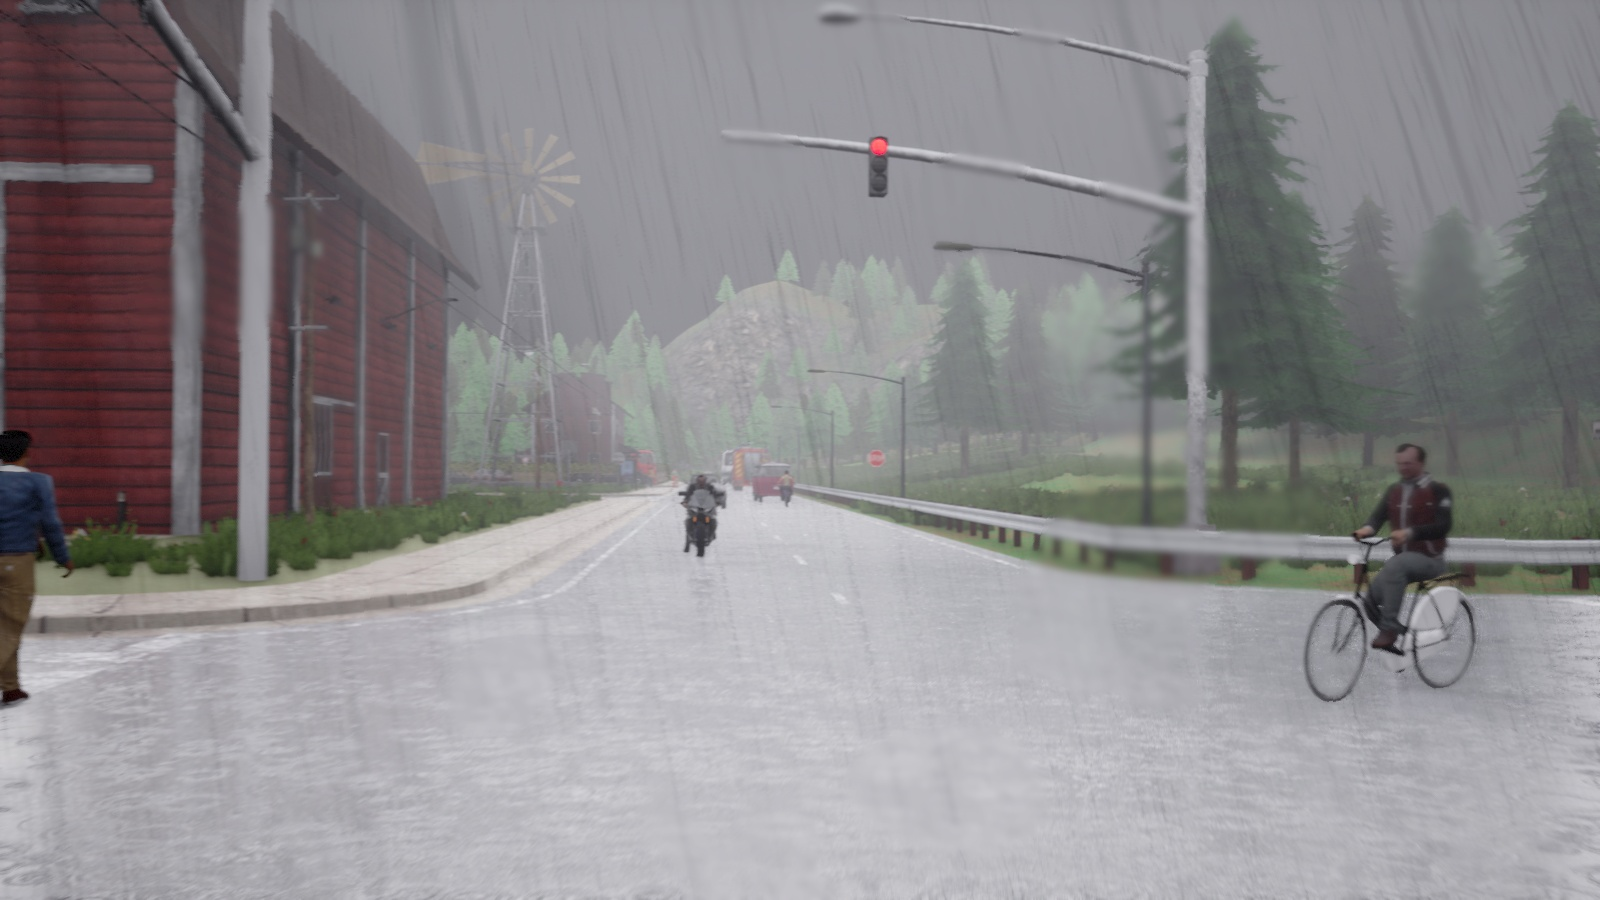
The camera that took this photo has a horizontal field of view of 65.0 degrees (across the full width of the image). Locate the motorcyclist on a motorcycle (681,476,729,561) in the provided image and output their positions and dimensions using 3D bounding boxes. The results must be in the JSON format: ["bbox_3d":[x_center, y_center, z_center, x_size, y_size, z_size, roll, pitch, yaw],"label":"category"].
[{"bbox_3d":[-1.790,1.257,23.797,0.866,1.530,2.191,0,-1,-4],"label":"motorcyclist on a motorcycle"}]

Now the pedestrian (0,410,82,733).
[{"bbox_3d":[-4.967,0.741,7.971,0.423,1.949,0.788,0,-1,-7],"label":"pedestrian"}]

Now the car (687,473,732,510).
[{"bbox_3d":[-3.823,1.732,52.889,1.816,1.474,4.193,0,-1,-4],"label":"car"}]

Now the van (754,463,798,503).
[{"bbox_3d":[-1.277,1.661,64.634,1.775,1.987,4.442,0,-1,-8],"label":"van"}]

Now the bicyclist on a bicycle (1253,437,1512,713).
[{"bbox_3d":[4.088,0.808,8.784,1.843,1.776,0.659,0,0,-28],"label":"bicyclist on a bicycle"}]
